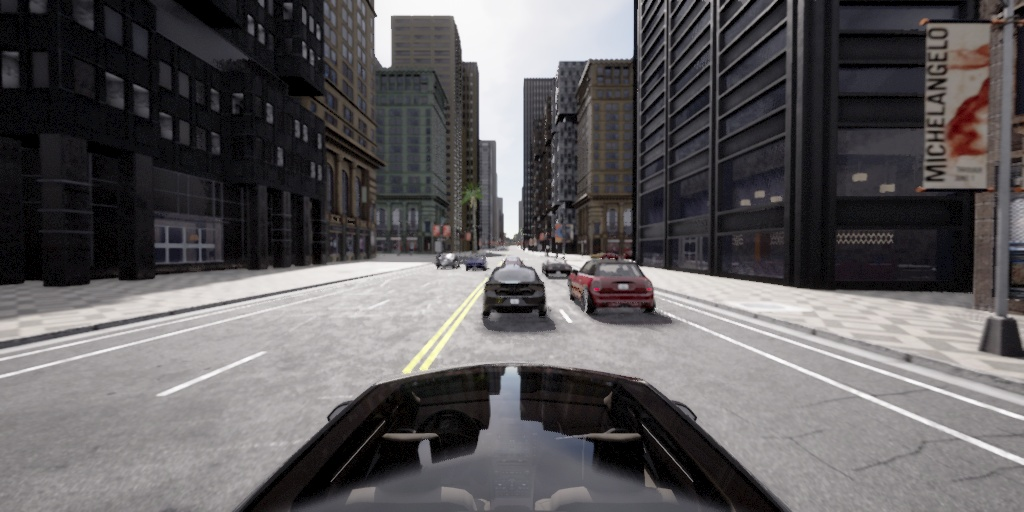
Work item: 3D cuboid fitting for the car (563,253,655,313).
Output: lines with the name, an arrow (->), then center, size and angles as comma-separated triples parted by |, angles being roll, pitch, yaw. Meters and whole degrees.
car -> 3.328, 0.886, 12.884 | 2.097, 1.767, 4.553 | 0, 1, 0

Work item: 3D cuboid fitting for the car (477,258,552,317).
car -> 0.073, 1.023, 12.181 | 1.882, 1.535, 5.008 | 0, 1, 0

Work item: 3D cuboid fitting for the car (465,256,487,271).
car -> -3.371, 0.700, 34.567 | 1.895, 1.301, 4.718 | 0, 1, 0

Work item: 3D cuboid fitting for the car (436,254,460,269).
car -> -6.619, 0.535, 37.299 | 2.128, 1.511, 4.902 | 0, 1, 0

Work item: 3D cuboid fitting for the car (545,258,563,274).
car -> 3.317, 0.840, 27.701 | 1.895, 1.301, 4.718 | 0, 1, 0
